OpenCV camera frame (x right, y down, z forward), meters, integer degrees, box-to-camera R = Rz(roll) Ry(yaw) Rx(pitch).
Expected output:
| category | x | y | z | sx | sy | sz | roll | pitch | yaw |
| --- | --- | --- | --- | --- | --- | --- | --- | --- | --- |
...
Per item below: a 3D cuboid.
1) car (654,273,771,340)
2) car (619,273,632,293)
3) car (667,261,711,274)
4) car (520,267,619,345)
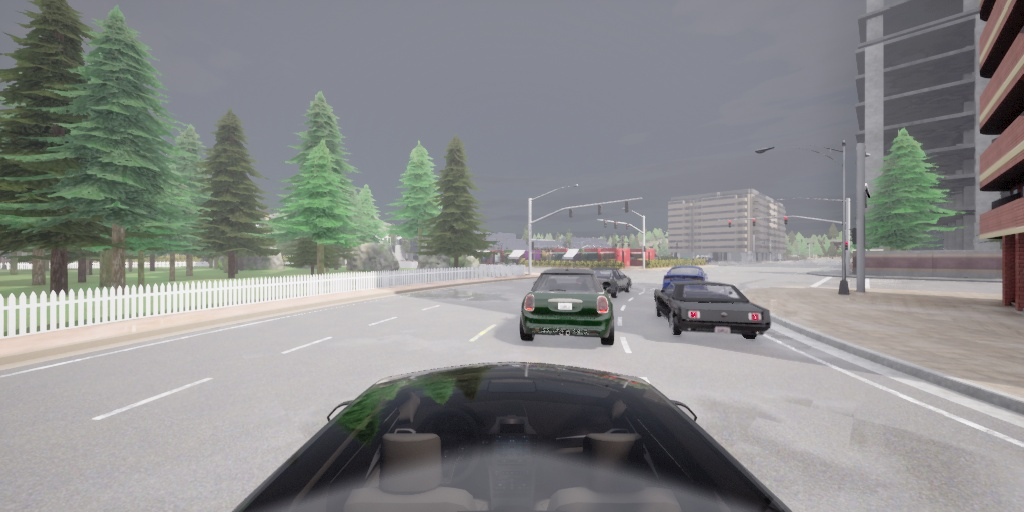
| category | x | y | z | sx | sy | sz | roll | pitch | yaw |
| --- | --- | --- | --- | --- | --- | --- | --- | --- | --- |
| car | 5.226 | 1.351 | 10.089 | 1.895 | 1.301 | 4.718 | 0 | 0 | 14 |
| car | 4.827 | 1.297 | 18.552 | 2.033 | 1.411 | 5.357 | 0 | 0 | 29 |
| car | 9.082 | 1.228 | 18.605 | 1.882 | 1.535 | 5.008 | 0 | 0 | 30 |
| car | 1.598 | 1.102 | 9.792 | 2.097 | 1.767 | 4.553 | 0 | 0 | 12 |
